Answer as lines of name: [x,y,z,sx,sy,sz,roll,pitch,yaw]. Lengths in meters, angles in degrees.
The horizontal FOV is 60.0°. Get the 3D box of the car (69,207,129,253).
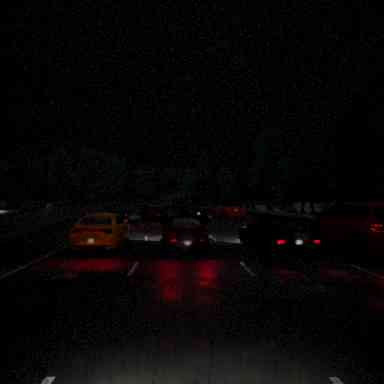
car: [-3.909,1.638,14.532,1.882,1.535,5.008,0,0,-6]

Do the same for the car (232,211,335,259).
car: [3.262,1.694,13.202,2.033,1.411,5.357,0,-1,-5]

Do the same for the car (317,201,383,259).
car: [6.752,1.373,13.449,2.150,2.045,5.566,0,0,-4]

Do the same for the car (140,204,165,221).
car: [-3.613,1.820,31.154,1.882,1.535,5.008,0,0,-17]

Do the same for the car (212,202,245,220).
car: [3.395,1.704,32.162,2.097,1.767,4.553,0,-1,-17]

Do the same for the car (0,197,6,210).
car: [-30.598,1.789,51.811,2.150,2.045,5.566,1,-1,-40]

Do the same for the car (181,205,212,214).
car: [0.003,1.909,31.300,1.994,1.385,4.181,0,-1,-17]

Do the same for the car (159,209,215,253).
car: [-0.379,1.684,14.386,1.812,1.442,4.674,0,0,-6]
